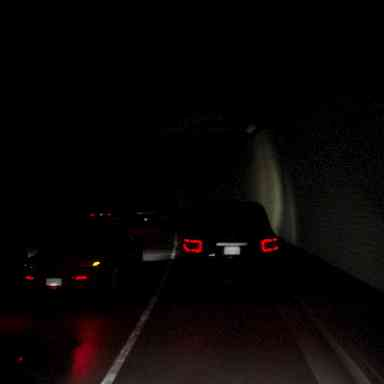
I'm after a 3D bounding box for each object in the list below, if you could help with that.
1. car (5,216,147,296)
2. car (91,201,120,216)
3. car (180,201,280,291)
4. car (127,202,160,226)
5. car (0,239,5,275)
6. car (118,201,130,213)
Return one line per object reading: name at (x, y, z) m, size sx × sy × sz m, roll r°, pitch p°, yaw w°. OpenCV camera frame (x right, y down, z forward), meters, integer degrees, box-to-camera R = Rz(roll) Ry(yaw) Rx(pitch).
car at (-2.592, 1.610, 8.805) m, size 1.812 × 1.442 × 4.674 m, roll -1°, pitch 0°, yaw 3°
car at (-7.392, 1.800, 27.776) m, size 2.033 × 1.411 × 5.357 m, roll -1°, pitch 0°, yaw -11°
car at (0.866, 1.257, 9.235) m, size 2.150 × 2.045 × 5.566 m, roll -1°, pitch 0°, yaw 2°
car at (-3.469, 1.674, 25.011) m, size 2.128 × 1.511 × 4.902 m, roll -1°, pitch 0°, yaw -7°
car at (-6.099, 1.697, 8.586) m, size 1.994 × 1.385 × 4.181 m, roll -1°, pitch 0°, yaw 3°
car at (-8.686, 1.822, 41.732) m, size 1.882 × 1.535 × 5.008 m, roll 0°, pitch 0°, yaw -27°
